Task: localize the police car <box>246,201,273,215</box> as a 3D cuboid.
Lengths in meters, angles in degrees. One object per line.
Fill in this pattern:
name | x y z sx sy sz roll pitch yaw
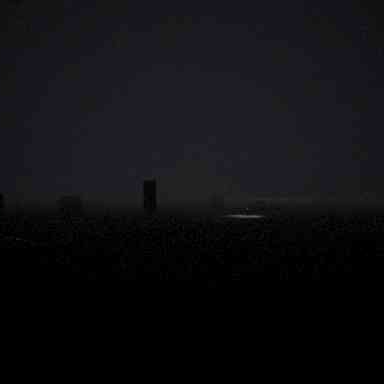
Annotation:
police car | 8.460 1.924 41.517 1.930 1.638 5.238 -1 -1 35
